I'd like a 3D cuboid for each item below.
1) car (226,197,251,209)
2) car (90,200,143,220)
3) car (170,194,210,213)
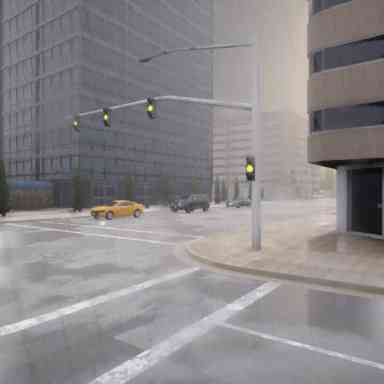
[{"bbox_3d":[6.498,1.491,46.317,2.128,1.511,4.902,0,0,36],"label":"car"},{"bbox_3d":[-6.374,1.478,28.601,1.882,1.535,5.008,0,0,36],"label":"car"},{"bbox_3d":[-0.120,1.221,37.216,2.150,2.045,5.566,0,0,36],"label":"car"}]
